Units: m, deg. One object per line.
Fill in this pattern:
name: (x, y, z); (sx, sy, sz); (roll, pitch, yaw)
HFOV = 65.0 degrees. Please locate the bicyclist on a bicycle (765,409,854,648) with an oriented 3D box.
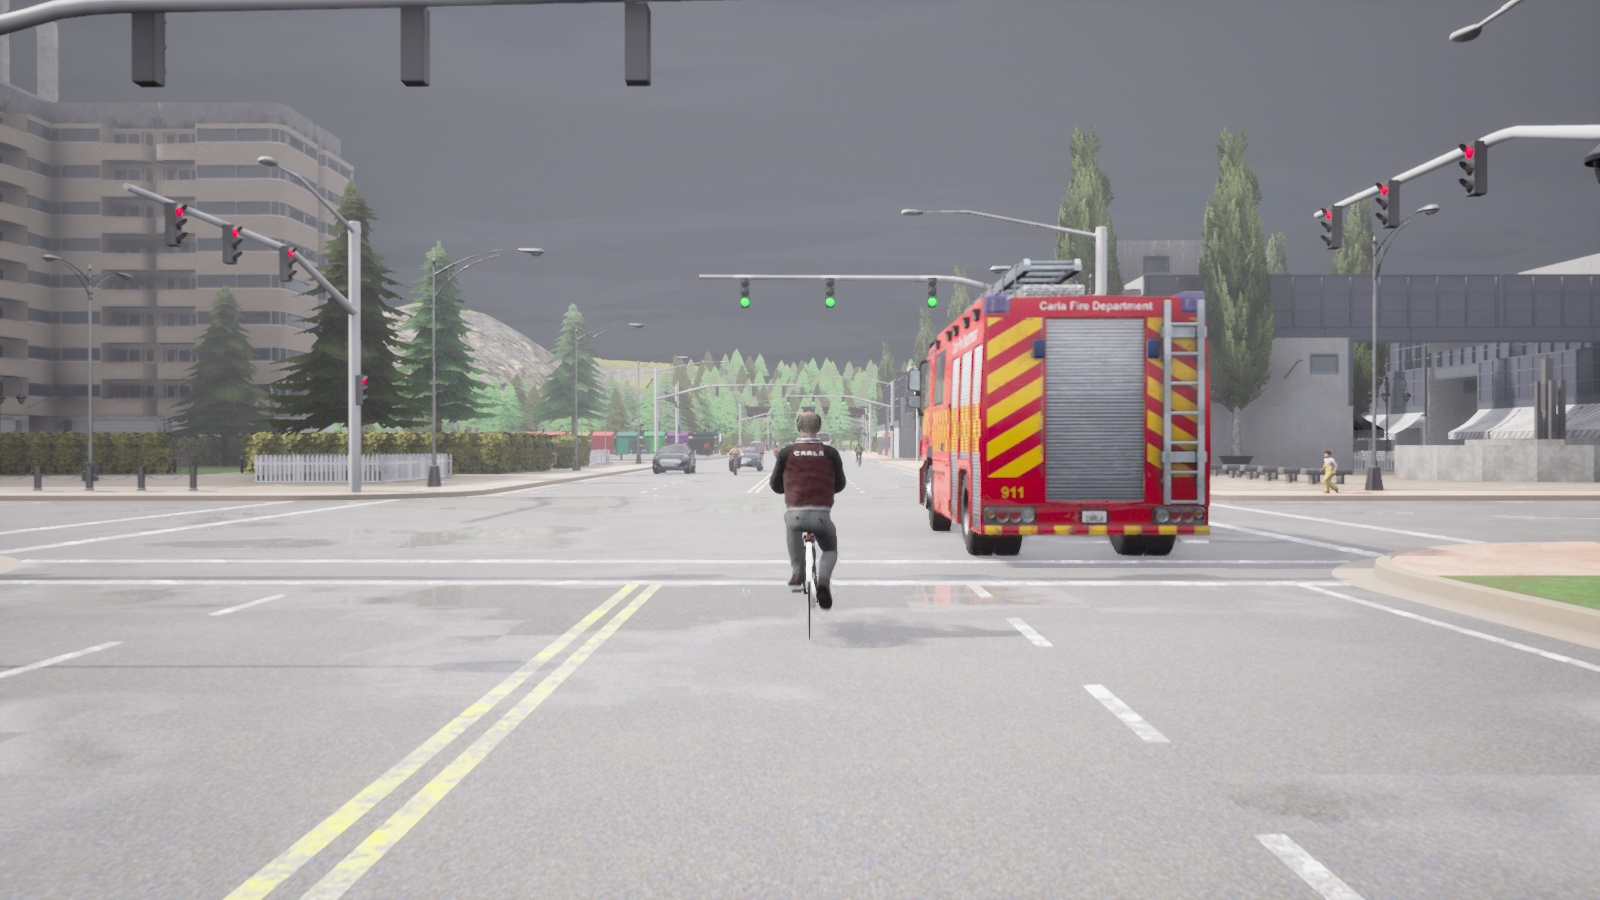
bicyclist on a bicycle: (0.072, 0.578, 10.230); (0.659, 1.776, 1.843); (0, 0, 0)

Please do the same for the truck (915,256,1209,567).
truck: (3.626, -0.491, 19.735); (2.891, 3.827, 8.468); (0, 0, 0)

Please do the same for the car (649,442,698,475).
car: (-6.616, 0.417, 66.187); (2.033, 1.649, 4.856); (0, 0, 0)

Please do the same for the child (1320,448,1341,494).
child: (14.525, 0.565, 34.388); (0.437, 1.263, 0.270); (0, 0, -6)

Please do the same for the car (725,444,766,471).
car: (-3.081, 0.422, 72.316); (2.128, 1.511, 4.902); (0, 0, 0)
